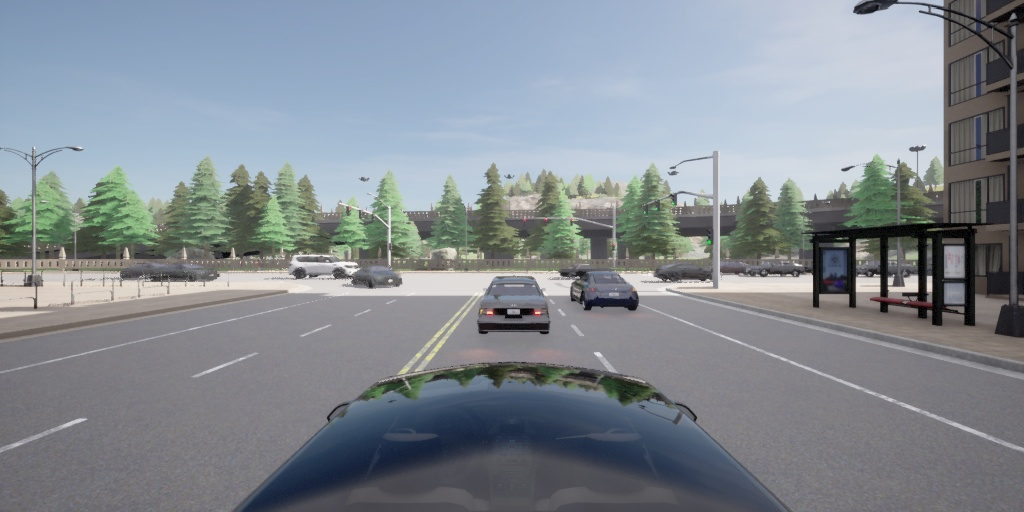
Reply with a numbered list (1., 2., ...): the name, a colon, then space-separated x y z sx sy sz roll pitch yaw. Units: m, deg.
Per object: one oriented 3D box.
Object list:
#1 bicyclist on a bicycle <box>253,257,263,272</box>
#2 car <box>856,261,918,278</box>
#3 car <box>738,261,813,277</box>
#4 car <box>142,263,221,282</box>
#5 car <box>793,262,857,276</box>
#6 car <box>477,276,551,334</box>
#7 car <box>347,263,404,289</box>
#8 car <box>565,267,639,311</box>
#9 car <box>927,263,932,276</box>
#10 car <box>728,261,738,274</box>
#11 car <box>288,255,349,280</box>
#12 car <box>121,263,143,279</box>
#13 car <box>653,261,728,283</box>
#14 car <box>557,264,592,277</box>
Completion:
1. bicyclist on a bicycle: -29.460 0.995 41.648 0.582 1.620 1.656 0 0 1
2. car: 33.866 1.186 33.006 4.902 1.511 2.128 0 0 6
3. car: 24.528 1.186 33.550 4.902 1.511 2.128 0 0 2
4. car: -24.621 1.257 27.073 4.181 1.385 1.994 0 0 1
5. car: 31.991 1.295 36.729 4.718 1.301 1.895 0 0 4
6. car: 0.060 1.297 10.545 2.033 1.411 5.357 0 0 1
7. car: -8.667 1.306 23.101 1.994 1.385 4.181 1 0 -43
8. car: 3.580 1.314 14.556 1.994 1.385 4.181 0 0 0
9. car: 41.887 1.220 34.906 4.674 1.442 1.812 0 0 19
10. car: 22.412 1.242 37.131 5.357 1.411 2.033 0 0 1
11. car: -15.902 0.918 30.477 5.566 2.045 2.150 0 0 1
12. car: -30.553 1.259 30.608 4.181 1.385 1.994 0 0 0
13. car: 12.948 1.219 26.586 4.674 1.442 1.812 0 0 1
14. car: 6.285 1.306 30.173 4.718 1.301 1.895 -1 0 1
